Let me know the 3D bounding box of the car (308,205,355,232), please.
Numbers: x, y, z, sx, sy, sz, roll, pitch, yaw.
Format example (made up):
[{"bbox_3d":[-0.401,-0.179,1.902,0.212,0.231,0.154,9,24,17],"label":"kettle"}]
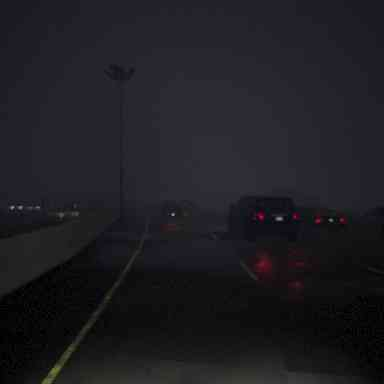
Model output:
[{"bbox_3d":[6.634,1.463,19.136,2.033,1.411,5.357,-1,0,-7],"label":"car"}]

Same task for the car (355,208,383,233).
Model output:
[{"bbox_3d":[10.168,1.467,17.547,1.895,1.301,4.718,-1,0,-6],"label":"car"}]

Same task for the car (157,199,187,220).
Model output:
[{"bbox_3d":[-1.928,1.542,29.041,1.837,1.490,4.892,0,0,-9],"label":"car"}]

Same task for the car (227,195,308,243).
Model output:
[{"bbox_3d":[3.251,1.183,16.121,2.150,2.045,5.566,0,0,-6],"label":"car"}]

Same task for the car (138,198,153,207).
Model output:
[{"bbox_3d":[-7.682,1.651,54.494,1.812,1.442,4.674,0,0,-18],"label":"car"}]

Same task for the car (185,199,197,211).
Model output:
[{"bbox_3d":[-0.699,1.551,41.544,1.812,1.442,4.674,0,0,-13],"label":"car"}]
